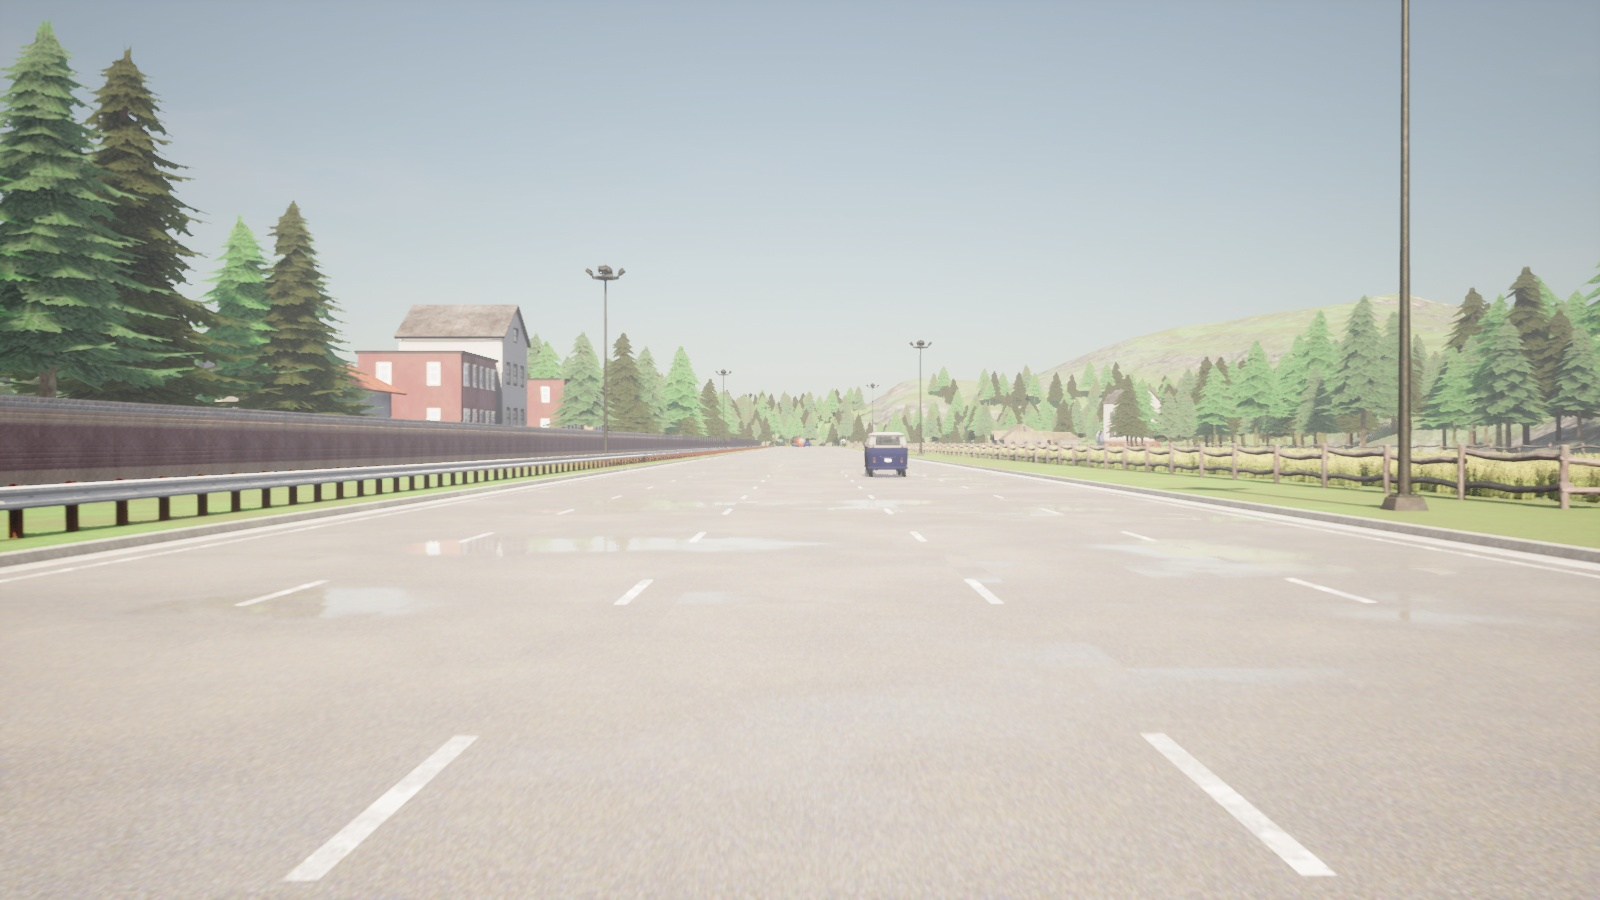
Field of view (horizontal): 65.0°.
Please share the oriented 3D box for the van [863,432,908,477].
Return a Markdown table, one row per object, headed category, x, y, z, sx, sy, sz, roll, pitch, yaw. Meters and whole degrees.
| category | x | y | z | sx | sy | sz | roll | pitch | yaw |
| --- | --- | --- | --- | --- | --- | --- | --- | --- | --- |
| van | 3.844 | 0.181 | 56.982 | 1.775 | 1.987 | 4.442 | 0 | 0 | 0 |
